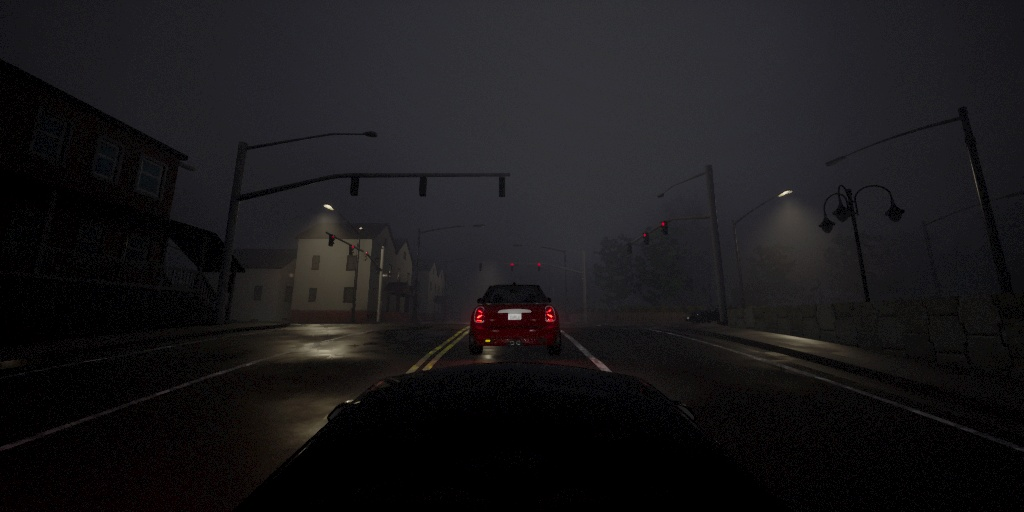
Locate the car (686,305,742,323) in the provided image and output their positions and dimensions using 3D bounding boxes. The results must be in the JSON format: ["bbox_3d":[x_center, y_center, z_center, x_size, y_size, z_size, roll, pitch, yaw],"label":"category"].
[{"bbox_3d":[16.322,4.619,28.249,4.902,1.511,2.128,0,-10,1],"label":"car"}]

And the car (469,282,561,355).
[{"bbox_3d":[0.065,1.563,10.028,2.097,1.767,4.553,-1,-6,0],"label":"car"}]

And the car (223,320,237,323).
[{"bbox_3d":[-19.881,5.149,24.875,5.008,1.535,1.882,-9,-10,0],"label":"car"}]
